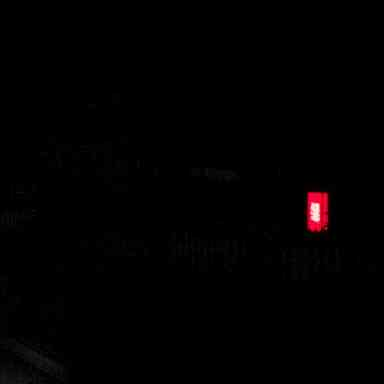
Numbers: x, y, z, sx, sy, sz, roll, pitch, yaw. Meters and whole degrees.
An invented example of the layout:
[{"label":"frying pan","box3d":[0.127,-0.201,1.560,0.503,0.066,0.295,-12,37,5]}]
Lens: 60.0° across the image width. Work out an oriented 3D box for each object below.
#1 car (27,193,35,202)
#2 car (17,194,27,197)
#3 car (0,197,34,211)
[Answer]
[{"label":"car","box3d":[-26.237,1.097,57.964,4.605,1.855,1.932,0,0,36]},{"label":"car","box3d":[-37.505,1.298,73.973,4.514,1.523,2.007,0,0,36]},{"label":"car","box3d":[-20.272,1.548,36.605,1.994,1.385,4.181,0,0,36]}]
